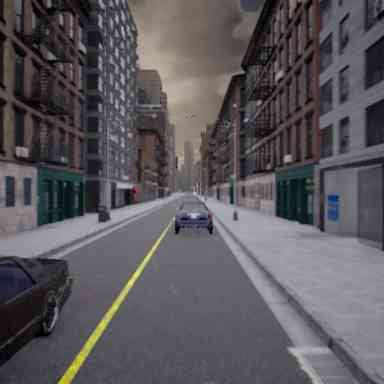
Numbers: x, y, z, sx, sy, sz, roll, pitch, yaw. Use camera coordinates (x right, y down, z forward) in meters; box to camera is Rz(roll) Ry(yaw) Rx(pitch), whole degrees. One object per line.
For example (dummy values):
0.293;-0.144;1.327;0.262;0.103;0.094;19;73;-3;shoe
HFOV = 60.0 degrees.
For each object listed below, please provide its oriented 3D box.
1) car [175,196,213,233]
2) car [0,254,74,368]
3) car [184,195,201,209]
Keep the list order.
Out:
0.099;1.324;19.767;2.097;1.767;4.553;0;0;0;car
-3.091;1.542;3.885;2.033;1.411;5.357;0;0;0;car
0.102;1.293;43.767;2.097;1.767;4.553;0;0;0;car
